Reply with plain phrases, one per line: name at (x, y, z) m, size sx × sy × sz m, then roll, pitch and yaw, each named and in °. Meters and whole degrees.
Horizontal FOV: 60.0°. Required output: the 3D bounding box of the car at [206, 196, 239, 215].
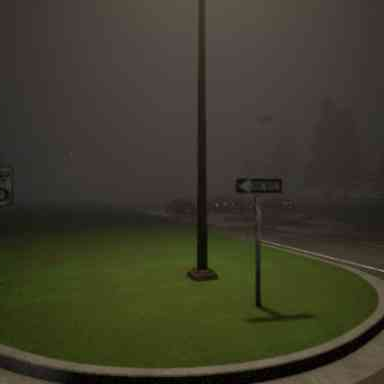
car at (2.183, 1.164, 31.629) m, size 2.097 × 1.767 × 4.553 m, roll 0°, pitch 0°, yaw -21°

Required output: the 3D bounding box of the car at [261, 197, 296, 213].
car at (8.611, 1.272, 34.418) m, size 2.128 × 1.511 × 4.902 m, roll 0°, pitch 0°, yaw -21°

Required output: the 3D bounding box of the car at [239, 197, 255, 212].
car at (4.751, 1.266, 34.662) m, size 1.882 × 1.535 × 5.008 m, roll 0°, pitch 0°, yaw -21°

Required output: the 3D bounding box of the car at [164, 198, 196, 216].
car at (-1.187, 1.331, 30.635) m, size 1.837 × 1.490 × 4.892 m, roll 0°, pitch 0°, yaw -21°
